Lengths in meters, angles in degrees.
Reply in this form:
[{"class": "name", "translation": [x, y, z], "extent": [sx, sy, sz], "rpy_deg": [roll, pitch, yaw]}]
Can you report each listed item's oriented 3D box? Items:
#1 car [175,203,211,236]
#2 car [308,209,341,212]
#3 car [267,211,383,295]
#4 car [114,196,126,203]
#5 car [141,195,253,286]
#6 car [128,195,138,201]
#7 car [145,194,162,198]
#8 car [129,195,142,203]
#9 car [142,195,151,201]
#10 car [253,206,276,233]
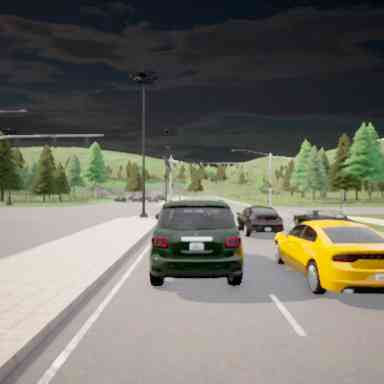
[{"class": "car", "translation": [0.057, 1.498, 19.361], "extent": [1.837, 1.490, 4.892], "rpy_deg": [0, 0, 0]}, {"class": "car", "translation": [7.060, 1.594, 18.164], "extent": [1.895, 1.301, 4.718], "rpy_deg": [0, 0, 0]}, {"class": "car", "translation": [3.579, 1.475, 8.765], "extent": [1.882, 1.535, 5.008], "rpy_deg": [0, 0, 0]}, {"class": "car", "translation": [-15.171, 1.527, 70.297], "extent": [1.994, 1.385, 4.181], "rpy_deg": [0, 0, 0]}, {"class": "car", "translation": [0.081, 1.217, 9.506], "extent": [2.150, 2.045, 5.566], "rpy_deg": [0, 0, 0]}, {"class": "car", "translation": [-15.211, 1.468, 86.377], "extent": [1.837, 1.490, 4.892], "rpy_deg": [0, 0, 0]}, {"class": "car", "translation": [-8.170, 1.500, 69.680], "extent": [2.128, 1.511, 4.902], "rpy_deg": [0, 0, 0]}, {"class": "car", "translation": [-11.671, 1.498, 70.322], "extent": [1.812, 1.442, 4.674], "rpy_deg": [0, 0, 0]}, {"class": "car", "translation": [-11.711, 1.493, 86.358], "extent": [1.812, 1.442, 4.674], "rpy_deg": [0, 0, 0]}, {"class": "car", "translation": [3.560, 1.498, 17.987], "extent": [1.837, 1.490, 4.892], "rpy_deg": [0, 0, 0]}]
